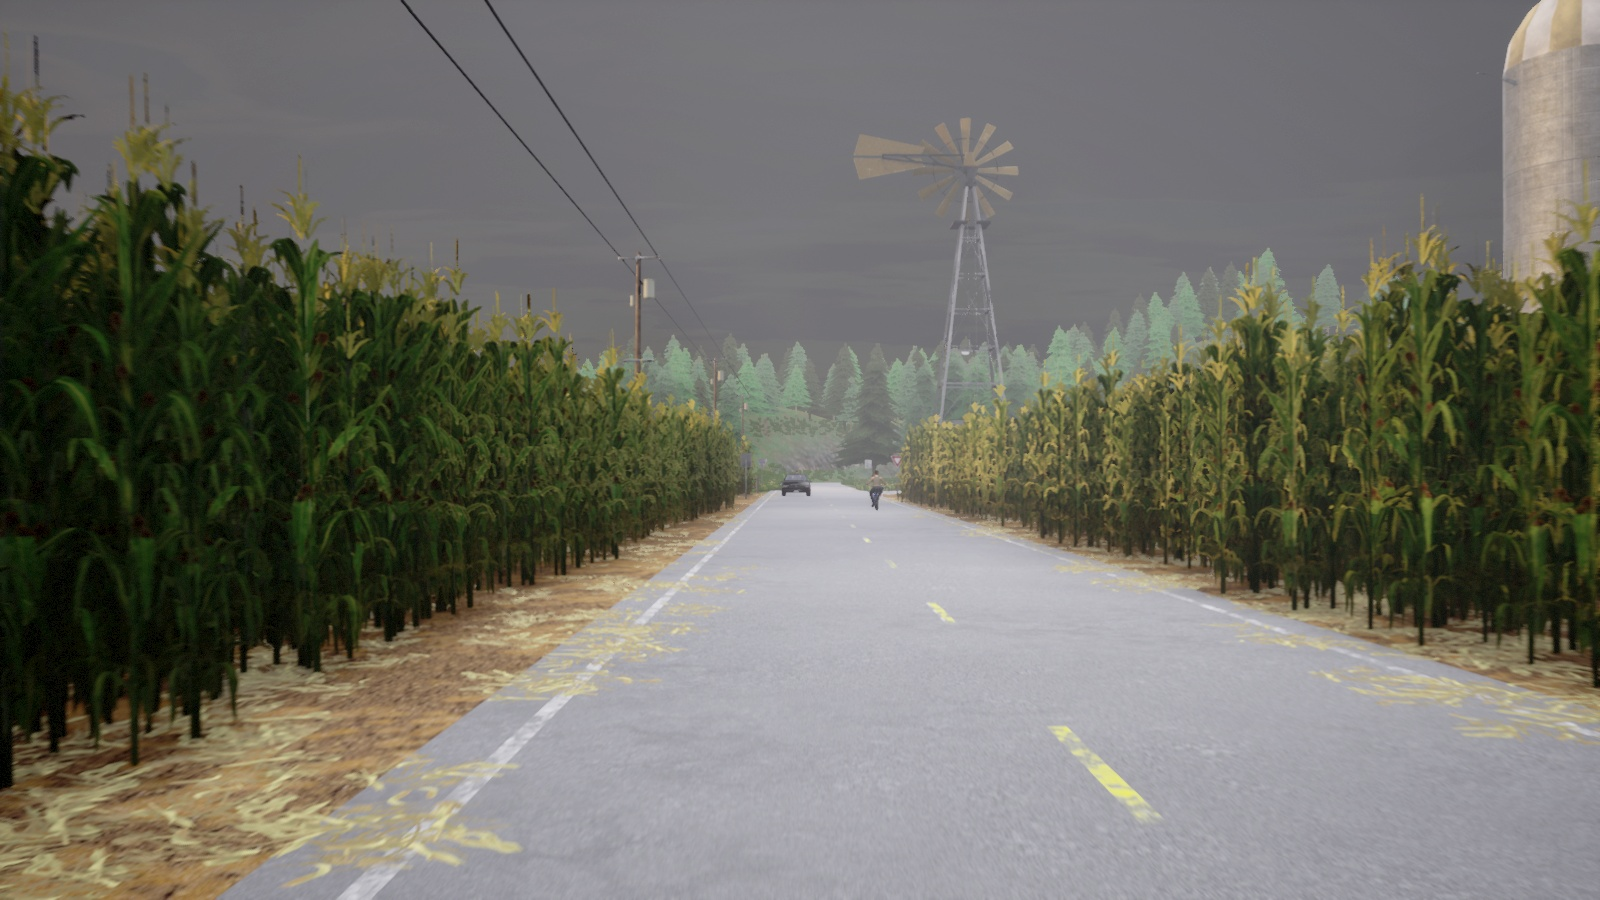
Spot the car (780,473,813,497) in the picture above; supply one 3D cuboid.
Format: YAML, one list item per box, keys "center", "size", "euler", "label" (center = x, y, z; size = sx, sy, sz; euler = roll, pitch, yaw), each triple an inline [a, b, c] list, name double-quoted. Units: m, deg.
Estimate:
- center: [-0.222, 2.193, 79.430]
  size: [2.033, 1.411, 5.357]
  euler: [0, -1, -1]
  label: "car"
